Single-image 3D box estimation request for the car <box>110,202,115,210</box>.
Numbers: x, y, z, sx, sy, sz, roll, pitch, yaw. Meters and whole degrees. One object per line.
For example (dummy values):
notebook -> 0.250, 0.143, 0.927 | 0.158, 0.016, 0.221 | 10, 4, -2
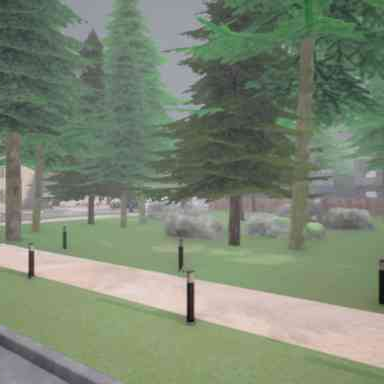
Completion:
car -> -8.448, 1.510, 43.642 | 1.882, 1.535, 5.008 | 0, 0, 37
